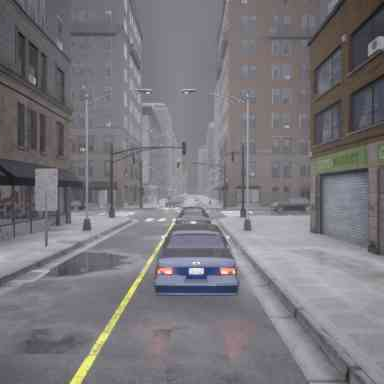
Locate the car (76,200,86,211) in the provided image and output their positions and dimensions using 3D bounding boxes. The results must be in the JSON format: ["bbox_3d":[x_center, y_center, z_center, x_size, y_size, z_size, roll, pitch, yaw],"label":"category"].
[{"bbox_3d":[-14.697,1.539,39.283,4.313,1.339,1.947,0,0,0],"label":"car"}]

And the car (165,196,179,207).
[{"bbox_3d":[-2.810,1.351,49.838,2.097,1.767,4.553,0,0,1],"label":"car"}]

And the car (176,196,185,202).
[{"bbox_3d":[-2.654,1.599,78.884,1.895,1.301,4.718,0,0,0],"label":"car"}]

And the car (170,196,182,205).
[{"bbox_3d":[-2.758,1.526,58.567,1.812,1.442,4.674,0,0,0],"label":"car"}]

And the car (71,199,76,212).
[{"bbox_3d":[-14.488,1.560,33.796,4.181,1.385,1.994,0,0,0],"label":"car"}]

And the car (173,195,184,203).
[{"bbox_3d":[-2.676,1.493,68.570,2.128,1.511,4.902,0,0,0],"label":"car"}]

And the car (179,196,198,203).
[{"bbox_3d":[-0.221,1.523,44.519,1.812,1.442,4.674,0,0,6],"label":"car"}]

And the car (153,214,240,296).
[{"bbox_3d":[0.094,1.547,8.807,2.033,1.411,5.357,0,0,0],"label":"car"}]

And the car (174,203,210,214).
[{"bbox_3d":[0.086,1.563,19.353,1.994,1.385,4.181,0,0,1],"label":"car"}]

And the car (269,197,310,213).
[{"bbox_3d":[10.886,1.353,36.679,4.553,1.767,2.097,0,0,0],"label":"car"}]
